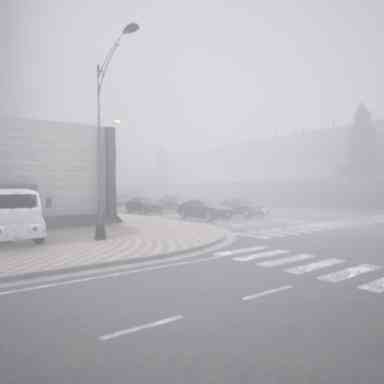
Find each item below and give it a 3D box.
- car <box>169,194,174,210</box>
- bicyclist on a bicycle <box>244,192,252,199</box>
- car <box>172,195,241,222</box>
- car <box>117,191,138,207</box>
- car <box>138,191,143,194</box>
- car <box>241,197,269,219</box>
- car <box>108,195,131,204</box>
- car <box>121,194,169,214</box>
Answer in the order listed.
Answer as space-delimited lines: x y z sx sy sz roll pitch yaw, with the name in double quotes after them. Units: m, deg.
-1.539 1.041 33.449 2.097 1.767 4.553 -1 1 -36 "car"
6.847 0.834 40.601 1.656 1.620 0.582 -1 1 -36 "bicyclist on a bicycle"
0.892 1.216 24.048 1.882 1.535 5.008 -1 1 -36 "car"
-9.468 1.042 44.543 2.097 1.767 4.553 -1 0 -34 "car"
-10.385 0.810 57.988 2.150 2.045 5.566 -1 1 -36 "car"
3.824 1.180 25.963 2.128 1.511 4.902 -1 1 -36 "car"
-11.877 1.237 54.241 1.895 1.301 4.718 -1 1 -36 "car"
-4.566 1.216 31.669 1.882 1.535 5.008 -1 1 -36 "car"
